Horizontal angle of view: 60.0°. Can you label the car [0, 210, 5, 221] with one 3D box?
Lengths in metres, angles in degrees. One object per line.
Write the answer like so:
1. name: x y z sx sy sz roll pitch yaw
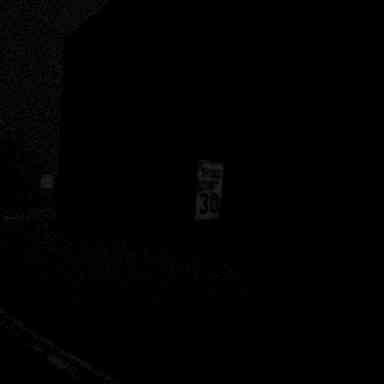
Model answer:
1. car: -19.109 2.010 30.993 2.128 1.511 4.902 3 -2 -10
